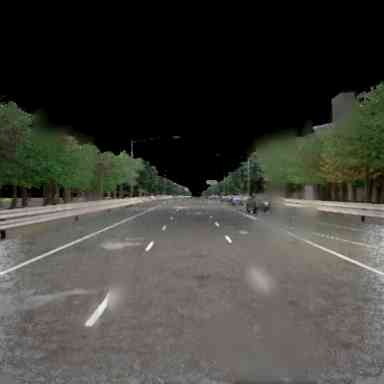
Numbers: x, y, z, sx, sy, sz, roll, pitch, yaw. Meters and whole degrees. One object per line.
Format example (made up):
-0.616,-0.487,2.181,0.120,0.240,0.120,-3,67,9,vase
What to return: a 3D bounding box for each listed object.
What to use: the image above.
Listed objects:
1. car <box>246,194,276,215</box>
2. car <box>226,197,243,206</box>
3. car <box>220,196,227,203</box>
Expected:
7.041,1.228,34.282,2.150,2.045,5.566,0,0,-1,car
7.010,1.541,53.259,1.812,1.442,4.674,0,0,0,car
7.059,1.604,72.619,1.812,1.442,4.674,0,0,0,car
